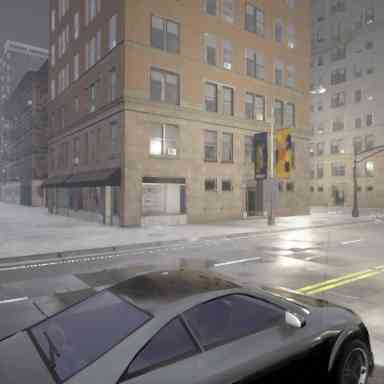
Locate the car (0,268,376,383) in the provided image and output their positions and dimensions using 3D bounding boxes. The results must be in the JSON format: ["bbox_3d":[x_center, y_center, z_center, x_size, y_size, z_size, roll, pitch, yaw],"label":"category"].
[{"bbox_3d":[0.122,1.564,3.546,4.181,1.385,1.994,0,0,-36],"label":"car"}]
